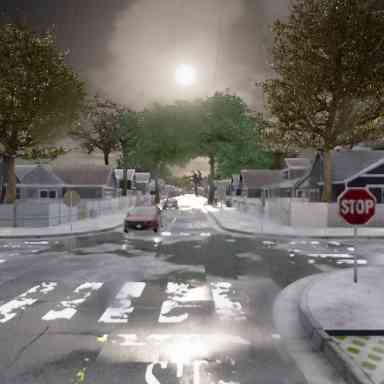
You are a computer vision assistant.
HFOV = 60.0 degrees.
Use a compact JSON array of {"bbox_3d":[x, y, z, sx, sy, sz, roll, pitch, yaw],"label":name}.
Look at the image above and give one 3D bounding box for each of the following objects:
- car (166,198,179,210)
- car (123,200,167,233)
[{"bbox_3d":[-2.793,1.542,44.663,2.128,1.511,4.902,0,0,0],"label":"car"},{"bbox_3d":[-2.769,1.508,19.820,1.882,1.535,5.008,0,0,0],"label":"car"}]
